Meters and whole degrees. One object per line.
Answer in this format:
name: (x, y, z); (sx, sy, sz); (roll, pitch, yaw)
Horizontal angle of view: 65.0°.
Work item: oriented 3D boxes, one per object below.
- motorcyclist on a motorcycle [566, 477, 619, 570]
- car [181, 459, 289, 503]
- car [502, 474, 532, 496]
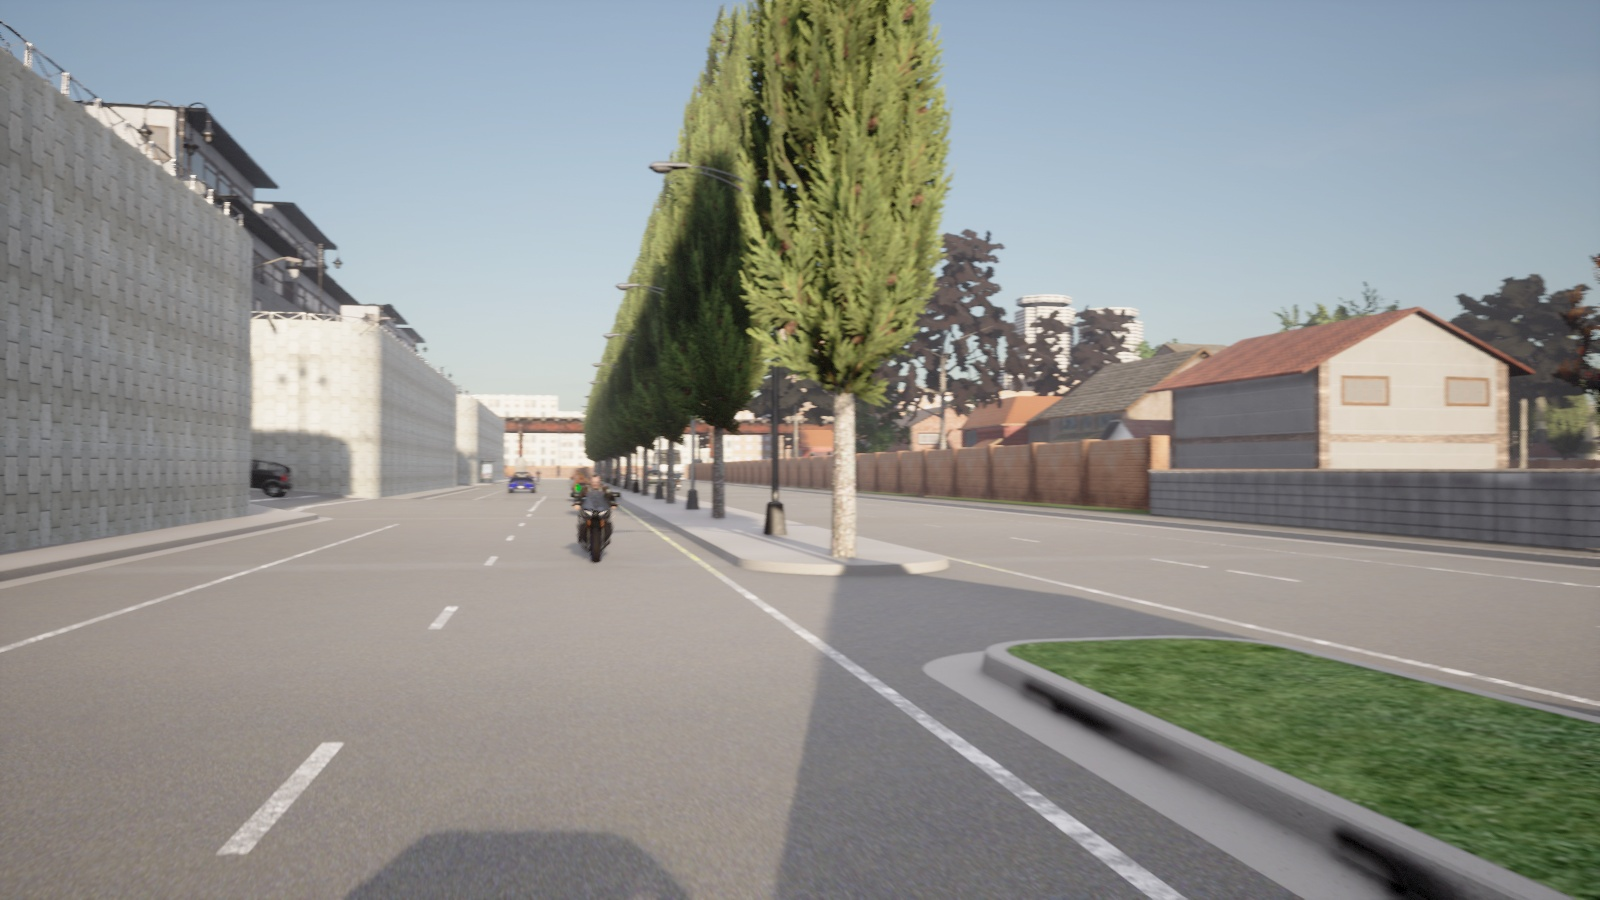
motorcyclist on a motorcycle: (-3.634, 1.236, 21.868); (0.866, 1.530, 2.191); (0, -1, -11)
car: (-23.443, 1.285, 52.233); (3.705, 1.549, 1.789); (5, -2, -13)
car: (-19.262, 2.372, 85.659); (1.816, 1.474, 4.193); (0, -1, -10)
